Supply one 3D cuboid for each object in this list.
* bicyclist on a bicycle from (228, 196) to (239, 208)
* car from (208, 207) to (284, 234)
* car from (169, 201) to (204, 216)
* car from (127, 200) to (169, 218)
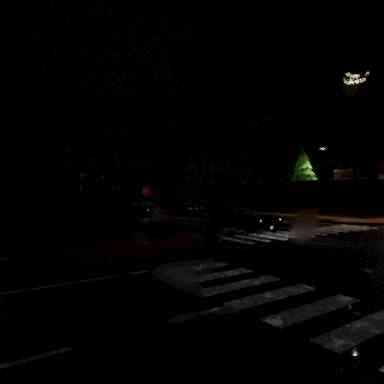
[{"bbox_3d":[4.203,1.270,33.552,1.656,1.620,0.582,0,0,-35],"label":"bicyclist on a bicycle"},{"bbox_3d":[3.018,1.576,19.452,1.895,1.301,4.718,0,0,-33],"label":"car"},{"bbox_3d":[-1.037,1.518,31.822,2.033,1.411,5.357,0,0,-36],"label":"car"},{"bbox_3d":[-4.316,1.499,30.069,1.812,1.442,4.674,0,0,-35],"label":"car"}]
